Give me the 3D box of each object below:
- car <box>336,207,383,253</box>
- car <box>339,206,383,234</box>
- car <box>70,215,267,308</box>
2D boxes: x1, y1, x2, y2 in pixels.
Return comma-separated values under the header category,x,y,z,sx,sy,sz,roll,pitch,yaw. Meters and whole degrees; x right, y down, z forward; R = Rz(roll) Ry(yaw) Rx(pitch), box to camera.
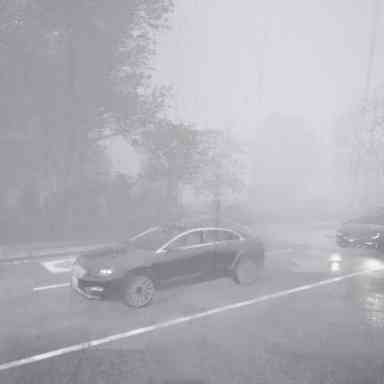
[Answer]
category,x,y,z,sx,sy,sz,roll,pitch,yaw
car,7.988,1.572,13.938,4.892,1.490,1.837,0,0,-35
car,11.679,1.647,20.824,5.357,1.411,2.033,0,0,-35
car,-0.327,1.516,8.038,4.902,1.511,2.128,0,0,-35
